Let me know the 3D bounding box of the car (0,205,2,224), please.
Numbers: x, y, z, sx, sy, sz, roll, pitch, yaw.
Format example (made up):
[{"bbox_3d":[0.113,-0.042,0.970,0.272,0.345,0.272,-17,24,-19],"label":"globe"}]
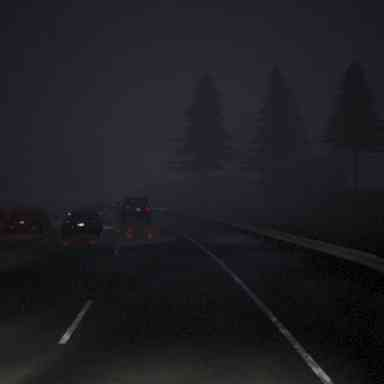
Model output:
[{"bbox_3d":[-15.638,1.690,26.130,1.812,1.442,4.674,0,0,-20],"label":"car"}]

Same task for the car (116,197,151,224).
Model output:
[{"bbox_3d":[-4.755,1.383,26.738,2.150,2.045,5.566,0,0,-19],"label":"car"}]

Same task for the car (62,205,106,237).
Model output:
[{"bbox_3d":[-6.181,1.681,19.076,1.994,1.385,4.181,0,0,-13],"label":"car"}]

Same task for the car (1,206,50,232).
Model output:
[{"bbox_3d":[-10.416,1.611,21.466,1.882,1.535,5.008,0,0,-16],"label":"car"}]

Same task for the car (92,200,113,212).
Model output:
[{"bbox_3d":[-11.300,1.757,41.597,1.837,1.490,4.892,0,-1,-28],"label":"car"}]
